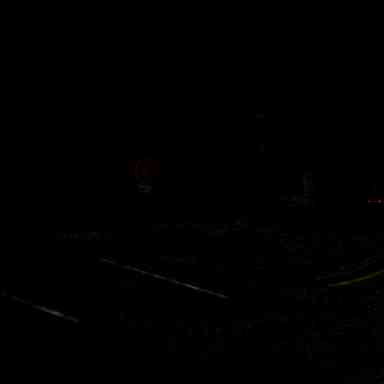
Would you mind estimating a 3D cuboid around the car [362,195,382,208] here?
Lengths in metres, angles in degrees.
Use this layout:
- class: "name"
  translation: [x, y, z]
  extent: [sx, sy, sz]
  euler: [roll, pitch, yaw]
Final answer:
- class: "car"
  translation: [19.792, 0.998, 38.595]
  extent: [2.033, 1.411, 5.357]
  euler: [0, 2, 0]

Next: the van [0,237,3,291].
- class: "van"
  translation: [-5.825, 1.265, 6.910]
  extent: [4.442, 1.987, 1.878]
  euler: [-1, 0, 36]
